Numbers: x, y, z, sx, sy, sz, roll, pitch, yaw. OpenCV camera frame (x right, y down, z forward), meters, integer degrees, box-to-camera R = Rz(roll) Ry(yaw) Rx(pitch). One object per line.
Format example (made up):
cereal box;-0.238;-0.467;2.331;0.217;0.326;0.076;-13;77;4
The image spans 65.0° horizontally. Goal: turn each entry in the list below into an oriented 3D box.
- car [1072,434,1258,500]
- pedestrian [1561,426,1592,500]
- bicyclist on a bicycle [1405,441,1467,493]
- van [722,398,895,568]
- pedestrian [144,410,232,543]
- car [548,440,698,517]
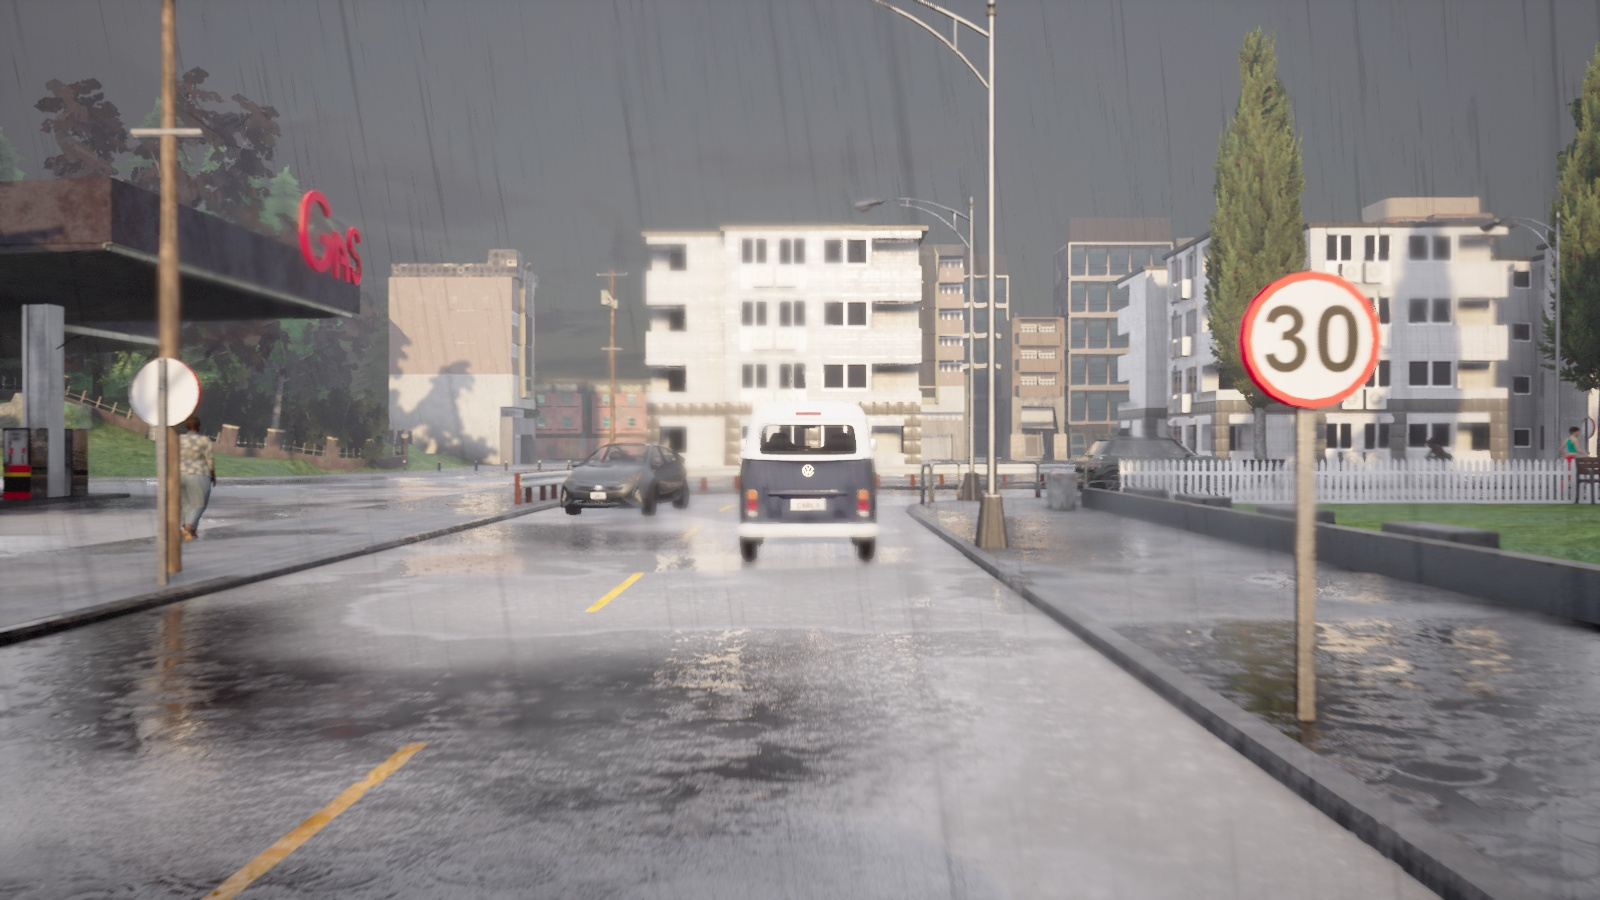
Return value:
car;10.168;0.448;35.205;4.553;1.767;2.097;0;0;-7
pedestrian;19.534;0.324;31.593;0.594;1.836;0.345;0;0;14
bicyclist on a bicycle;19.841;0.532;39.188;1.656;1.620;0.582;0;0;0
van;0.114;0.389;17.283;2.069;2.038;4.480;0;0;0
pedestrian;-8.709;0.365;17.913;0.874;1.855;0.900;0;0;-6
car;-3.717;0.563;27.281;2.007;1.525;4.514;0;0;9
